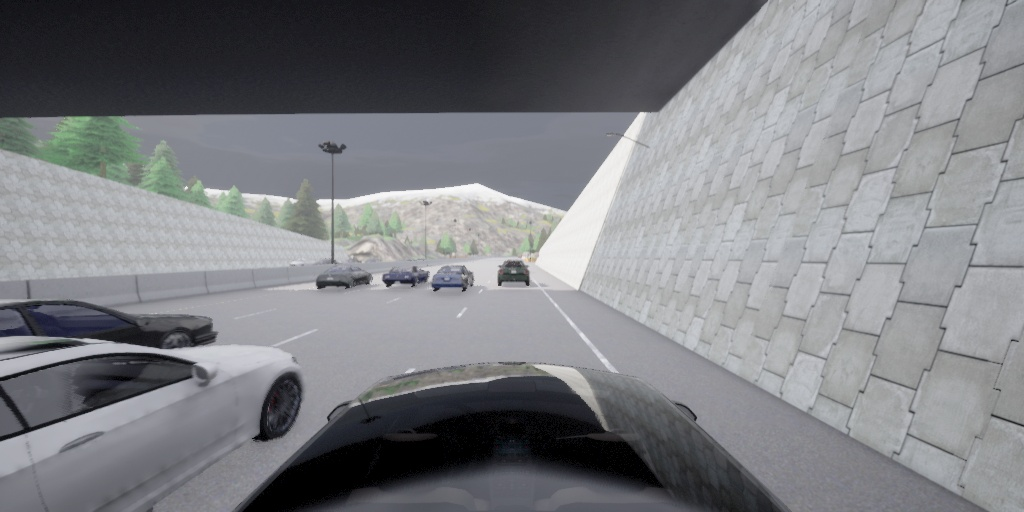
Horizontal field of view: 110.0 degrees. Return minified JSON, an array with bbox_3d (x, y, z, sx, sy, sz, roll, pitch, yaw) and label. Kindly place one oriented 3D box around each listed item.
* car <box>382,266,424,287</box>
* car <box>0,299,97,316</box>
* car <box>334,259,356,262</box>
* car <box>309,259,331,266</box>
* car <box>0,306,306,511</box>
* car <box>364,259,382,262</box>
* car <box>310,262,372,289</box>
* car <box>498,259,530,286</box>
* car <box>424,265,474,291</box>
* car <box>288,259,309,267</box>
[{"bbox_3d":[-6.887,1.300,23.803,1.895,1.301,4.718,0,0,0],"label":"car"},{"bbox_3d":[-6.899,1.290,4.769,2.033,1.411,5.357,0,0,0],"label":"car"},{"bbox_3d":[-24.473,1.196,53.814,1.994,1.385,4.181,0,0,0],"label":"car"},{"bbox_3d":[-27.970,1.157,54.043,1.837,1.490,4.892,0,0,0],"label":"car"},{"bbox_3d":[-3.399,1.274,2.385,1.812,1.442,4.674,0,0,0],"label":"car"},{"bbox_3d":[-20.970,1.157,54.035,1.837,1.490,4.892,0,0,0],"label":"car"},{"bbox_3d":[-10.389,1.266,22.487,1.994,1.385,4.181,0,0,0],"label":"car"},{"bbox_3d":[0.114,1.048,25.133,2.097,1.767,4.553,0,0,0],"label":"car"},{"bbox_3d":[-3.388,1.252,21.234,2.033,1.411,5.357,0,0,0],"label":"car"},{"bbox_3d":[-31.472,1.157,53.788,1.812,1.442,4.674,0,0,0],"label":"car"}]
